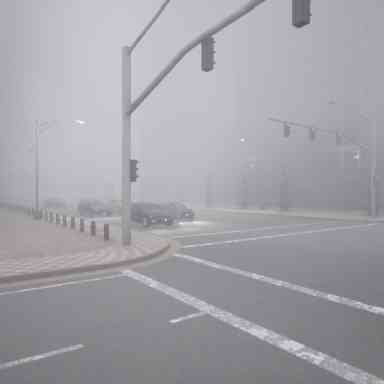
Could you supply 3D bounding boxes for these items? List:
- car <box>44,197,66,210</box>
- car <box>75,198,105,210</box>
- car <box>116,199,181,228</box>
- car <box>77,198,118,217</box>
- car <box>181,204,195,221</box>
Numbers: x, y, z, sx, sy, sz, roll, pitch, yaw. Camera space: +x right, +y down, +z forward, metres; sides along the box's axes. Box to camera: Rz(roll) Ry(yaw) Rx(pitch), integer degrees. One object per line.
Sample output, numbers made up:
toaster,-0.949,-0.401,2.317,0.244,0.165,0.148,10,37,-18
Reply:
car,-17.942,1.422,43.378,1.882,1.535,5.008,0,0,-35
car,-13.153,1.492,42.615,2.033,1.411,5.357,0,0,-35
car,-3.018,1.449,22.142,1.837,1.490,4.892,0,0,-36
car,-8.985,1.492,30.526,2.033,1.411,5.357,0,0,-35
car,-1.547,1.509,26.091,1.994,1.385,4.181,0,0,-36
